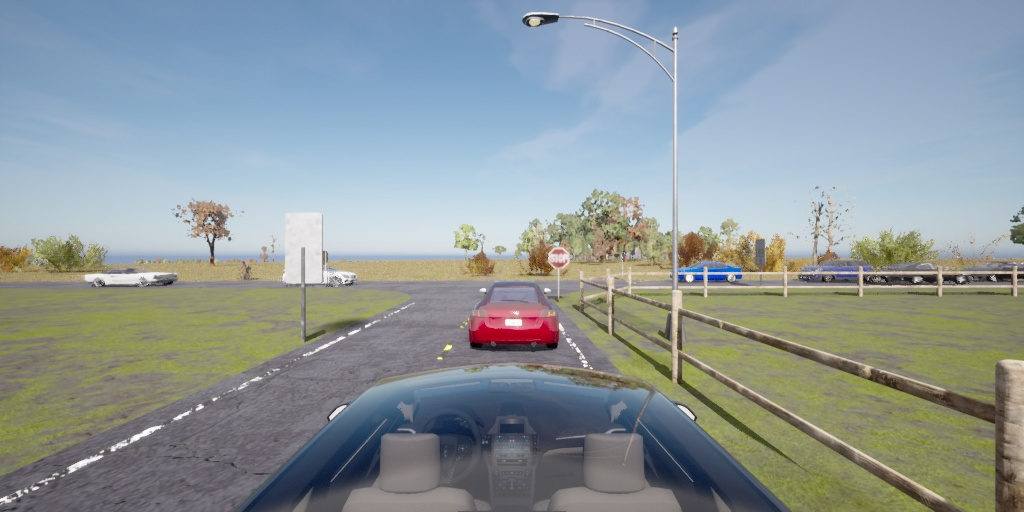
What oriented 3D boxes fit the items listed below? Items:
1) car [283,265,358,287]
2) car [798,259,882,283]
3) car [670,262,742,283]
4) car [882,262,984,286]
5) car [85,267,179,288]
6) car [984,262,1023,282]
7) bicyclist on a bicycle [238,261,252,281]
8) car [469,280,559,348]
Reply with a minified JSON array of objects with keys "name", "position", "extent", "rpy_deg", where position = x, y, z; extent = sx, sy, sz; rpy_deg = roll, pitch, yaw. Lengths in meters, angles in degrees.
[{"name":"car","position":[-12.876,1.307,24.153],"extent":[4.674,1.442,1.812],"rpy_deg":[0,0,2]},{"name":"car","position":[24.317,1.040,26.991],"extent":[4.553,1.767,2.097],"rpy_deg":[0,0,0]},{"name":"car","position":[14.565,1.186,27.056],"extent":[5.008,1.535,1.882],"rpy_deg":[0,0,0]},{"name":"car","position":[27.601,1.176,24.029],"extent":[4.902,1.511,2.128],"rpy_deg":[0,0,0]},{"name":"car","position":[-25.652,1.418,24.354],"extent":[4.718,1.301,1.895],"rpy_deg":[0,0,0]},{"name":"car","position":[36.533,1.164,26.907],"extent":[4.902,1.511,2.128],"rpy_deg":[0,0,1]},{"name":"bicyclist on a bicycle","position":[-22.561,1.260,30.307],"extent":[0.582,1.620,1.656],"rpy_deg":[0,0,0]},{"name":"car","position":[0.077,1.314,9.258],"extent":[1.994,1.385,4.181],"rpy_deg":[0,0,1]}]
